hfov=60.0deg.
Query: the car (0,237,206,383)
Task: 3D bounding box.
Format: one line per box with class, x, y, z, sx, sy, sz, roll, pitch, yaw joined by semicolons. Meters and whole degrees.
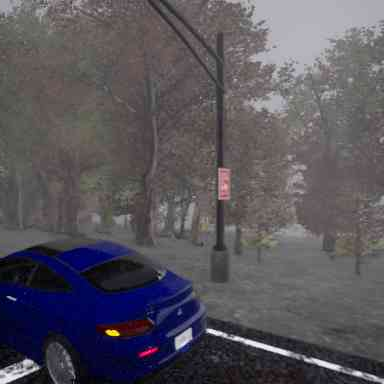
car;-1.981;1.449;5.065;4.674;1.442;1.812;1;5;35
